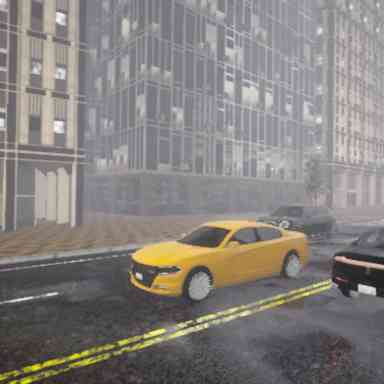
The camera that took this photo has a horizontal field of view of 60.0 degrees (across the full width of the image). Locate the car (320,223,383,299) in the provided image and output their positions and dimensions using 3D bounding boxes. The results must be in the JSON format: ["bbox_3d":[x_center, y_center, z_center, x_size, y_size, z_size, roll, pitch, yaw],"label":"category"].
[{"bbox_3d":[4.973,1.492,7.291,4.902,1.511,2.128,0,0,-38],"label":"car"}]

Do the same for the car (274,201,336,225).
[{"bbox_3d":[4.772,1.355,15.501,4.553,1.767,2.097,0,0,-38],"label":"car"}]

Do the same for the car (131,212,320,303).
[{"bbox_3d":[0.895,1.484,8.458,5.008,1.535,1.882,0,0,-37],"label":"car"}]
